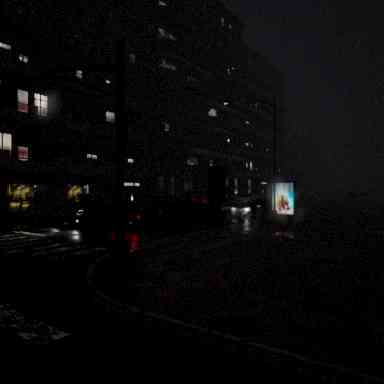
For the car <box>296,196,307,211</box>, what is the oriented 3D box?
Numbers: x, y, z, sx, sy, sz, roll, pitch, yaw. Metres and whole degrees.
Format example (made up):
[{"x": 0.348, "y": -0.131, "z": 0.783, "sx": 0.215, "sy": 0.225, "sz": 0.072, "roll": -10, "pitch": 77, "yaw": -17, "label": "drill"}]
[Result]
[{"x": 9.419, "y": 0.964, "z": 31.359, "sx": 1.947, "sy": 1.339, "sz": 4.313, "roll": 1, "pitch": 2, "yaw": 35, "label": "car"}]

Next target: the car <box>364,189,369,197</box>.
[{"x": 31.721, "y": 0.098, "z": 63.142, "sx": 1.967, "sy": 1.590, "sz": 4.097, "roll": 1, "pitch": 2, "yaw": 35, "label": "car"}]

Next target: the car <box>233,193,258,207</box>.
[{"x": 6.206, "y": 0.862, "z": 36.855, "sx": 1.812, "sy": 1.442, "sz": 4.674, "roll": 0, "pitch": 1, "yaw": 35, "label": "car"}]

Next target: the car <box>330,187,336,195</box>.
[{"x": 31.189, "y": -0.028, "z": 76.978, "sx": 1.887, "sy": 1.381, "sz": 4.507, "roll": 2, "pitch": 2, "yaw": 35, "label": "car"}]

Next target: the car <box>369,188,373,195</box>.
[{"x": 34.907, "y": 0.095, "z": 67.686, "sx": 1.887, "sy": 1.381, "sz": 4.507, "roll": 1, "pitch": 2, "yaw": 35, "label": "car"}]

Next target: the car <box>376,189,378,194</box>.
[{"x": 44.464, "y": -0.221, "z": 81.309, "sx": 2.008, "sy": 1.369, "sz": 4.403, "roll": 1, "pitch": 2, "yaw": 35, "label": "car"}]

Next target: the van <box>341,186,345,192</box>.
[{"x": 37.561, "y": -0.446, "z": 86.052, "sx": 1.690, "sy": 1.788, "sz": 3.998, "roll": 2, "pitch": 2, "yaw": 35, "label": "van"}]

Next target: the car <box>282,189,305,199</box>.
[{"x": 15.075, "y": 0.315, "z": 49.350, "sx": 1.994, "sy": 1.385, "sz": 4.181, "roll": 0, "pitch": 1, "yaw": 35, "label": "car"}]

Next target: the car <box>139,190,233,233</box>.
[{"x": -0.137, "y": 1.026, "z": 17.730, "sx": 2.192, "sy": 1.841, "sz": 5.009, "roll": 1, "pitch": 2, "yaw": 35, "label": "car"}]

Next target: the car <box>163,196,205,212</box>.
[{"x": -0.663, "y": 1.069, "z": 31.579, "sx": 1.802, "sy": 1.307, "sz": 4.206, "roll": 2, "pitch": 2, "yaw": 35, "label": "car"}]

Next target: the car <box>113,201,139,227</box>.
[{"x": -2.017, "y": 1.299, "z": 19.500, "sx": 1.895, "sy": 1.301, "sz": 4.718, "roll": 0, "pitch": 1, "yaw": 34, "label": "car"}]

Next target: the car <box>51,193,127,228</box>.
[{"x": -5.642, "y": 1.075, "z": 19.996, "sx": 2.097, "sy": 1.767, "sz": 4.553, "roll": 0, "pitch": 1, "yaw": 35, "label": "car"}]

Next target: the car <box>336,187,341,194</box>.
[{"x": 34.376, "y": -0.240, "z": 81.515, "sx": 1.967, "sy": 1.590, "sz": 4.097, "roll": 2, "pitch": 2, "yaw": 35, "label": "car"}]

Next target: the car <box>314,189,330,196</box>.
[{"x": 28.004, "y": -0.025, "z": 72.434, "sx": 1.967, "sy": 1.590, "sz": 4.097, "roll": 2, "pitch": 2, "yaw": 35, "label": "car"}]

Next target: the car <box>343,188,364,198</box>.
[{"x": 28.536, "y": 0.308, "z": 58.604, "sx": 1.887, "sy": 1.381, "sz": 4.507, "roll": 1, "pitch": 2, "yaw": 35, "label": "car"}]

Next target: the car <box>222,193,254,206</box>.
[{"x": 5.707, "y": 0.828, "z": 40.659, "sx": 2.008, "sy": 1.369, "sz": 4.403, "roll": 2, "pitch": 2, "yaw": 35, "label": "car"}]

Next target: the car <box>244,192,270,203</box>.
[{"x": 8.892, "y": 0.754, "z": 45.199, "sx": 1.802, "sy": 1.307, "sz": 4.206, "roll": 2, "pitch": 2, "yaw": 35, "label": "car"}]

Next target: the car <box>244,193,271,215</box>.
[{"x": 6.233, "y": 1.069, "z": 26.818, "sx": 1.947, "sy": 1.339, "sz": 4.313, "roll": 1, "pitch": 2, "yaw": 35, "label": "car"}]

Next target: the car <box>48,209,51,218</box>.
[{"x": -7.032, "y": 1.009, "z": 22.492, "sx": 2.192, "sy": 1.841, "sz": 5.009, "roll": 1, "pitch": 2, "yaw": 35, "label": "car"}]

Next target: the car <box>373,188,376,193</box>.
[{"x": 38.093, "y": -0.012, "z": 72.227, "sx": 1.887, "sy": 1.381, "sz": 4.507, "roll": 1, "pitch": 2, "yaw": 35, "label": "car"}]
